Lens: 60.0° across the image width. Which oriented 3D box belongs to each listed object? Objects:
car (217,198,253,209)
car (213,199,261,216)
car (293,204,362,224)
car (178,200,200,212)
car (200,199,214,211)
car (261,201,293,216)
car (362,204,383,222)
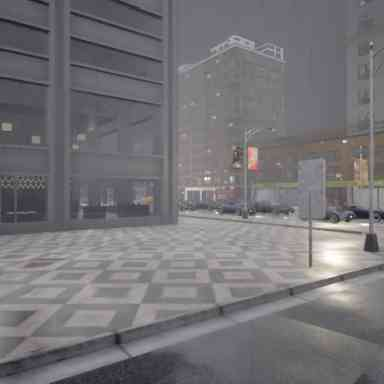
[{"bbox_3d":[6.189,1.670,48.367,2.033,1.411,5.357,0,0,-36],"label":"car"},{"bbox_3d":[4.513,1.653,33.721,1.994,1.385,4.181,0,0,-36],"label":"car"},{"bbox_3d":[10.333,1.614,25.670,1.994,1.385,4.181,0,0,-36],"label":"car"},{"bbox_3d":[-1.366,1.685,41.861,1.994,1.385,4.181,0,0,-35],"label":"car"},{"bbox_3d":[1.964,1.665,42.786,2.033,1.411,5.357,0,0,-36],"label":"car"},{"bbox_3d":[7.947,1.631,34.506,2.033,1.411,5.357,0,0,-36],"label":"car"},{"bbox_3d":[13.603,1.647,26.692,1.895,1.301,4.718,0,0,-36],"label":"car"}]
